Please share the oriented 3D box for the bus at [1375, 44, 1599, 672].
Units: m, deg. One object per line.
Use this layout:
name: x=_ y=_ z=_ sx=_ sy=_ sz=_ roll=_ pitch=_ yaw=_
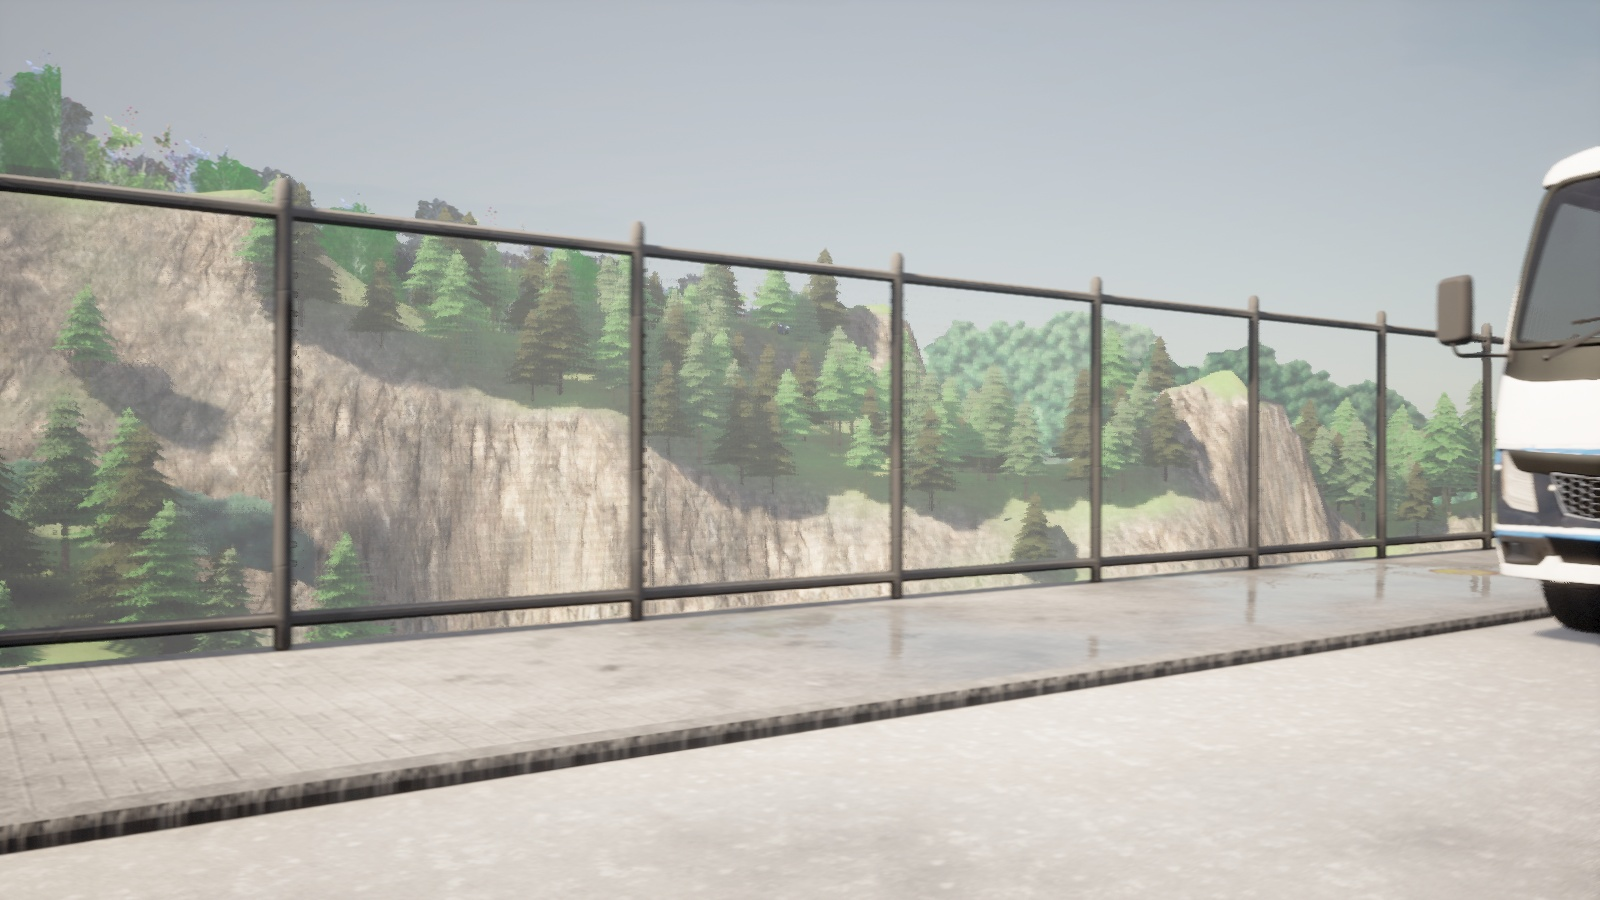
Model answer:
bus: x=9.844 y=-0.625 z=11.125 sx=10.273 sy=4.253 sz=3.944 roll=0 pitch=0 yaw=-35
